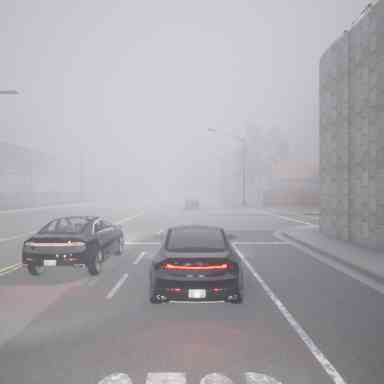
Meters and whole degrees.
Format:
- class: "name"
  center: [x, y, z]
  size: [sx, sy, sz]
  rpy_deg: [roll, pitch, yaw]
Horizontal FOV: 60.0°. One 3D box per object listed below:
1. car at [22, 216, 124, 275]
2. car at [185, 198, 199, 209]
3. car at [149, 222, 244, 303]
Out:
- class: "car"
  center: [-3.424, 1.492, 10.431]
  size: [2.128, 1.511, 4.902]
  rpy_deg: [0, 0, 0]
- class: "car"
  center: [-0.004, 1.492, 44.158]
  size: [2.128, 1.511, 4.902]
  rpy_deg: [0, 0, 0]
- class: "car"
  center: [0.082, 1.505, 8.161]
  size: [1.837, 1.490, 4.892]
  rpy_deg: [0, 0, 0]
